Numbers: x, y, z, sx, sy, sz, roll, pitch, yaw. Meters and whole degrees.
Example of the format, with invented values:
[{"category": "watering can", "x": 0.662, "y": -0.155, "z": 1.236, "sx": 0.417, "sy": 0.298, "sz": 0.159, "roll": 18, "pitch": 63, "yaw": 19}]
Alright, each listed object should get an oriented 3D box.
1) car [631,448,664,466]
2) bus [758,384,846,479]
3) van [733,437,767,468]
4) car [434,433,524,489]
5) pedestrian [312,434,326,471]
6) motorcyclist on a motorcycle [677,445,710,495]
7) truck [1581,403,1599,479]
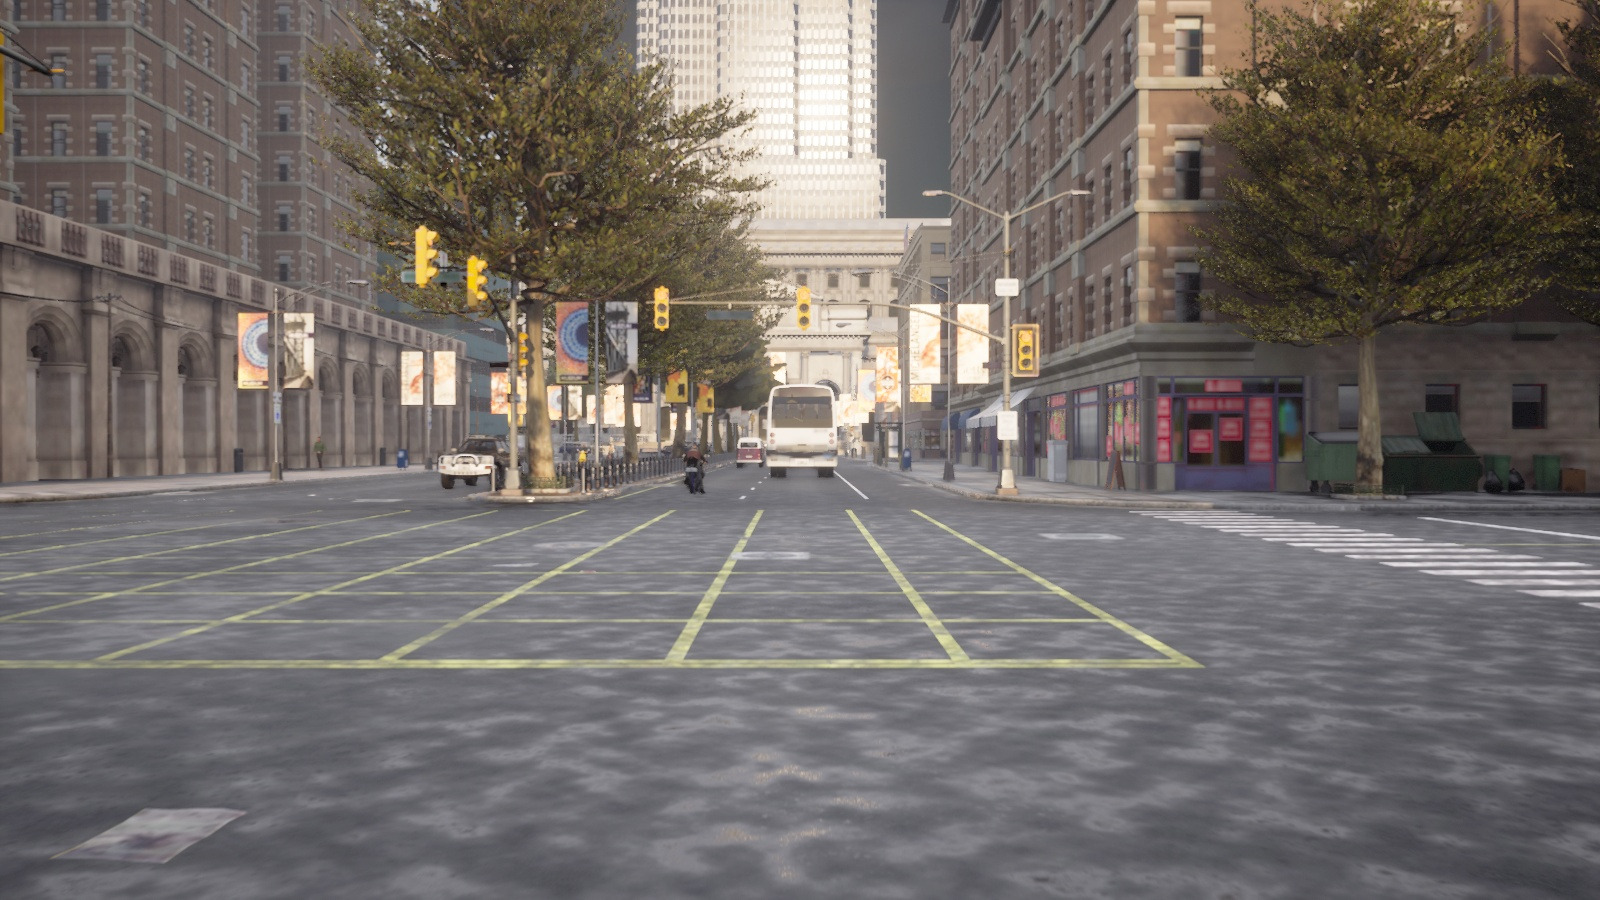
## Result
[{"category": "car", "x": -11.277, "y": 0.475, "z": 92.973, "sx": 1.895, "sy": 1.301, "sz": 4.718, "roll": 0, "pitch": 0, "yaw": 0}, {"category": "bus", "x": 0.092, "y": -0.864, "z": 61.634, "sx": 3.944, "sy": 4.253, "sz": 10.273, "roll": 0, "pitch": 0, "yaw": 0}, {"category": "van", "x": -3.387, "y": 0.134, "z": 86.228, "sx": 2.069, "sy": 2.038, "sz": 4.480, "roll": 0, "pitch": 1, "yaw": 1}, {"category": "car", "x": -11.278, "y": 0.387, "z": 44.485, "sx": 1.932, "sy": 1.855, "sz": 4.605, "roll": 0, "pitch": -1, "yaw": 1}, {"category": "pedestrian", "x": -24.904, "y": 0.129, "z": 65.059, "sx": 0.423, "sy": 1.949, "sz": 0.788, "roll": 0, "pitch": 0, "yaw": 0}, {"category": "motorcyclist on a motorcycle", "x": -3.383, "y": 0.622, "z": 40.094, "sx": 0.866, "sy": 1.530, "sz": 2.191, "roll": 0, "pitch": 0, "yaw": 0}, {"category": "truck", "x": 38.257, "y": -0.412, "z": 55.282, "sx": 2.891, "sy": 3.462, "sz": 7.936, "roll": 0, "pitch": 0, "yaw": 0}]
